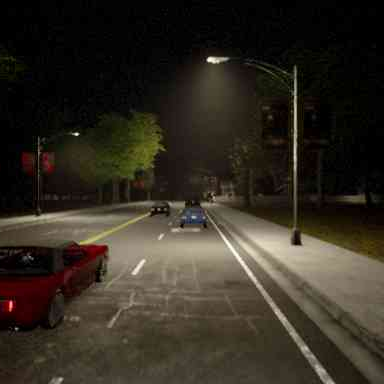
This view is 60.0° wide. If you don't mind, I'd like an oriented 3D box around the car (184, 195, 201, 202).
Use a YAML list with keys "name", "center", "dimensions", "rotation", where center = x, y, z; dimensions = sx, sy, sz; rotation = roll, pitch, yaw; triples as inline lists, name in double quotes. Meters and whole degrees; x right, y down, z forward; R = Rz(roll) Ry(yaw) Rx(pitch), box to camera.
- name: "car"
  center: [0.116, 1.506, 47.659]
  dimensions: [2.150, 2.045, 5.566]
  rotation: [0, 0, 0]

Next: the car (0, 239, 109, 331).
- name: "car"
  center: [-3.148, 1.633, 6.907]
  dimensions: [1.895, 1.301, 4.718]
  rotation: [0, 0, 0]

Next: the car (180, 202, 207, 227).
- name: "car"
  center: [0.107, 1.672, 23.843]
  dimensions: [2.033, 1.411, 5.357]
  rotation: [0, 0, 0]

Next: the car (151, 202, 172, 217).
- name: "car"
  center: [-3.139, 1.735, 34.234]
  dimensions: [2.033, 1.411, 5.357]
  rotation: [0, 0, 0]
